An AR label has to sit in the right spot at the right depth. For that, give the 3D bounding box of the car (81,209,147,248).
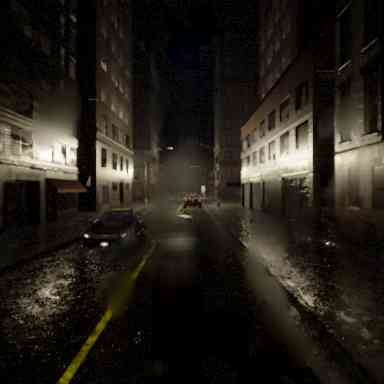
[{"bbox_3d":[-3.101,1.448,14.438,2.033,1.411,5.357,0,0,0],"label":"car"}]

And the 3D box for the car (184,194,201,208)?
[{"bbox_3d":[0.094,1.061,41.404,2.097,1.767,4.553,0,0,0],"label":"car"}]
